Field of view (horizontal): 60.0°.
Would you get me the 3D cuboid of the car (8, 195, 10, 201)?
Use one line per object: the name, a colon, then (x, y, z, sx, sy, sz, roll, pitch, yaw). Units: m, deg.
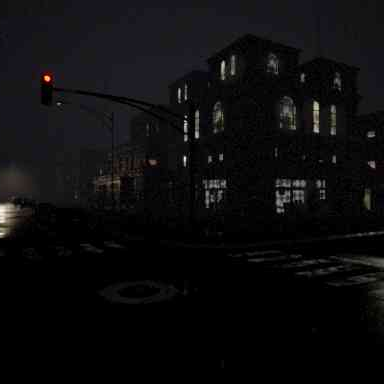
car: (-35.780, 1.607, 67.443, 1.802, 1.307, 4.206, 0, 0, -31)

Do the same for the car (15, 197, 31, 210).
car: (-21.627, 1.562, 43.737, 2.008, 1.369, 4.403, 0, 0, -31)

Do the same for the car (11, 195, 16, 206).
car: (-27.287, 1.456, 53.220, 1.967, 1.590, 4.097, 0, 0, -31)

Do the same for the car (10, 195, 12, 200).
car: (-30.119, 1.569, 57.961, 2.008, 1.369, 4.403, 0, 0, -31)

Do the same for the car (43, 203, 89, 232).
car: (-7.474, 1.569, 20.032, 1.947, 1.339, 4.313, 0, 0, -31)

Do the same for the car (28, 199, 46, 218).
car: (-13.134, 1.588, 29.513, 1.802, 1.307, 4.206, 0, 0, -31)
